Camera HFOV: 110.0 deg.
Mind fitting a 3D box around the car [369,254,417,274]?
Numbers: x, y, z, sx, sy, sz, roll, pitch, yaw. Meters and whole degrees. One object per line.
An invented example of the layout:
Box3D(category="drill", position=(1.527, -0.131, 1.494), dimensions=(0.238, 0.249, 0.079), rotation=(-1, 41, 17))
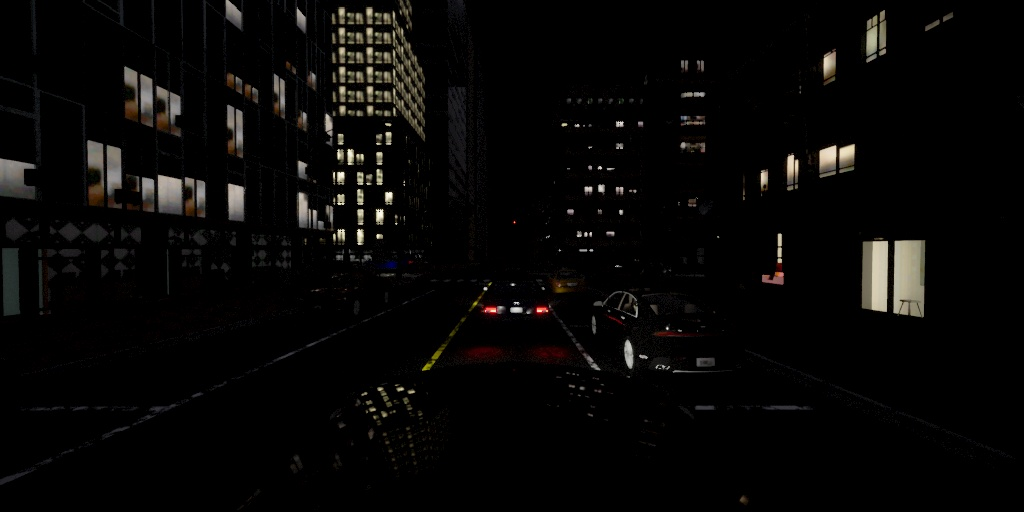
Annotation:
Box3D(category="car", position=(-13.342, 0.834, 39.574), dimensions=(5.566, 2.045, 2.150), rotation=(1, 1, 1))

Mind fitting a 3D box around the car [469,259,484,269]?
Box3D(category="car", position=(-5.825, 1.263, 56.418), dimensions=(1.751, 1.417, 4.829), rotation=(0, 0, 0))

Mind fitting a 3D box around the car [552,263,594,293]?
Box3D(category="car", position=(2.776, 1.271, 18.824), dimensions=(1.751, 1.417, 4.829), rotation=(0, 0, 0))

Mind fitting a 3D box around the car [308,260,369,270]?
Box3D(category="car", position=(-17.667, 1.108, 36.421), dimensions=(5.008, 1.535, 1.882), rotation=(0, 1, -1))

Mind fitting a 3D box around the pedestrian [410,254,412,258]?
Box3D(category="pedestrian", position=(-12.655, 0.669, 45.089), dimensions=(0.375, 1.860, 0.375), rotation=(0, 0, 1))

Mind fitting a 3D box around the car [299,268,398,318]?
Box3D(category="car", position=(-5.850, 1.292, 13.046), dimensions=(1.888, 1.381, 4.507), rotation=(0, 0, 0))

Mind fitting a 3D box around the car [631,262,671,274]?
Box3D(category="car", position=(16.210, 1.372, 41.826), dimensions=(4.403, 1.370, 2.007), rotation=(0, 0, 1))

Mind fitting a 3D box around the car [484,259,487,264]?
Box3D(category="car", position=(-5.840, 1.303, 62.242), dimensions=(1.948, 1.339, 4.313), rotation=(0, 0, 0))

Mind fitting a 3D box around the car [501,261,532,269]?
Box3D(category="car", position=(0.045, 1.249, 21.223), dimensions=(1.837, 1.490, 4.892), rotation=(0, 0, 0))

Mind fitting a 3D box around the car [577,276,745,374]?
Box3D(category="car", position=(2.804, 1.299, 7.365), dimensions=(2.007, 1.370, 4.403), rotation=(0, 0, 0))

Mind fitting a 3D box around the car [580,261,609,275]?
Box3D(category="car", position=(8.162, 1.267, 39.641), dimensions=(5.008, 1.535, 1.882), rotation=(1, 1, 7))

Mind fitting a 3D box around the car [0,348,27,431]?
Box3D(category="car", position=(-5.796, 1.300, 1.757), dimensions=(2.007, 1.370, 4.403), rotation=(0, 0, 0))

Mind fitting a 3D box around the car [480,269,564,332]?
Box3D(category="car", position=(0.079, 1.295, 10.801), dimensions=(2.033, 1.411, 5.357), rotation=(0, 0, 0))

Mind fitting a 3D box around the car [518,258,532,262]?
Box3D(category="car", position=(2.541, 1.288, 62.263), dimensions=(2.007, 1.370, 4.403), rotation=(0, 0, 0))
